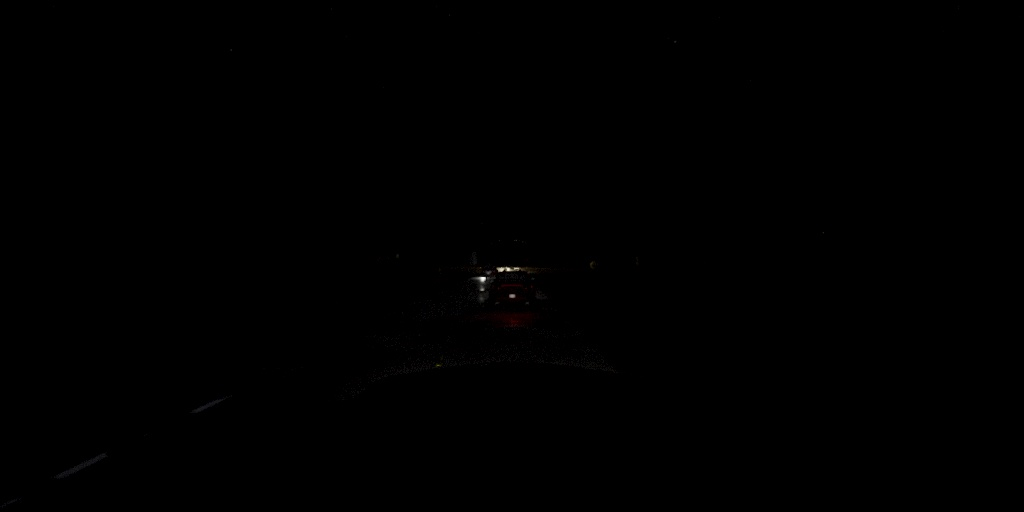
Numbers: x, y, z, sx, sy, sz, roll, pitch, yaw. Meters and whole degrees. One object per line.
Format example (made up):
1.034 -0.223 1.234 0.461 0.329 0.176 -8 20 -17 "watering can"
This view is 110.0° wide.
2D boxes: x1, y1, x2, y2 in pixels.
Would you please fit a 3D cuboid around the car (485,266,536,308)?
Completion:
0.038 1.388 16.119 1.882 1.535 5.008 0 0 1 "car"

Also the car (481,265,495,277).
-2.755 1.782 44.032 1.812 1.442 4.674 0 -1 0 "car"
